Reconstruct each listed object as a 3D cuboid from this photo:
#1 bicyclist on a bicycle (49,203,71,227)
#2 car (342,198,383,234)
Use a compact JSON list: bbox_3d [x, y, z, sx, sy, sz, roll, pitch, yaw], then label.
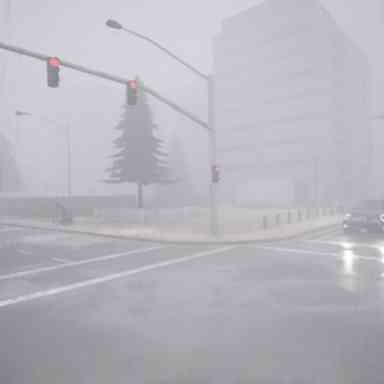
[{"bbox_3d":[-9.110,1.548,22.998,0.582,1.620,1.656,-2,0,41],"label":"bicyclist on a bicycle"},{"bbox_3d":[9.236,1.121,16.690,2.097,1.767,4.553,-2,0,43],"label":"car"}]
